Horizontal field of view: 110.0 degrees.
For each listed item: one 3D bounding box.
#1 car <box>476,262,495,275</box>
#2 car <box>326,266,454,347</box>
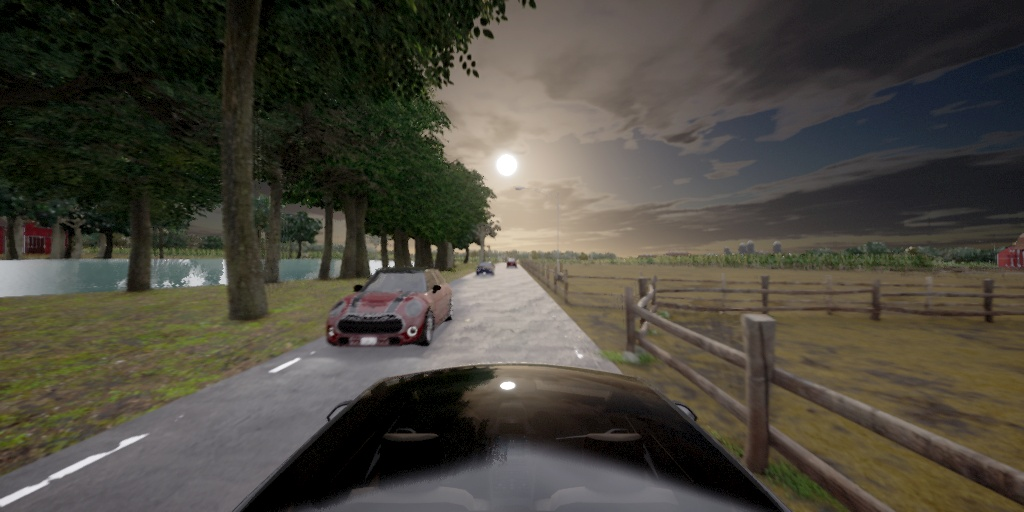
[{"bbox_3d":[-2.771,1.350,38.560,2.033,1.411,5.357,0,0,0],"label":"car"},{"bbox_3d":[-2.844,1.095,9.343,2.097,1.767,4.553,0,0,0],"label":"car"}]
